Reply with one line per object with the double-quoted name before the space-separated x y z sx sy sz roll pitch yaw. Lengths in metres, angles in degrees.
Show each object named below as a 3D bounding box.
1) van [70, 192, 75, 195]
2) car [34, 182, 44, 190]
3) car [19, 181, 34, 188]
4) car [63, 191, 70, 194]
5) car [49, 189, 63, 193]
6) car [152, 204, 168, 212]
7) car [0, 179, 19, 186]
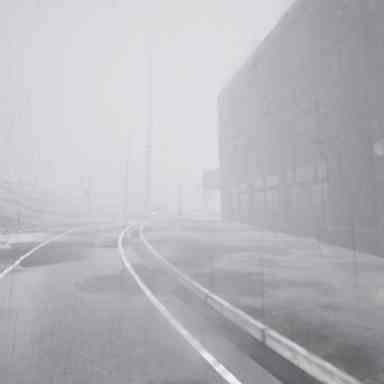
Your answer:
"van" -33.379 0.813 88.659 1.878 1.987 4.442 -1 -5 -6
"car" -31.736 -0.910 66.528 2.435 2.045 5.566 -2 -4 -1
"car" -31.613 -1.148 60.923 2.185 1.767 4.553 -2 -3 0
"car" -32.811 0.608 83.014 2.002 1.452 4.674 -1 -4 -5
"car" -32.345 0.173 77.508 2.002 1.452 4.674 -1 -4 -4
"car" -5.552 2.824 58.071 1.994 1.385 4.181 -2 -2 9
"car" -31.591 -1.361 55.289 2.231 1.521 4.892 -2 -3 1
